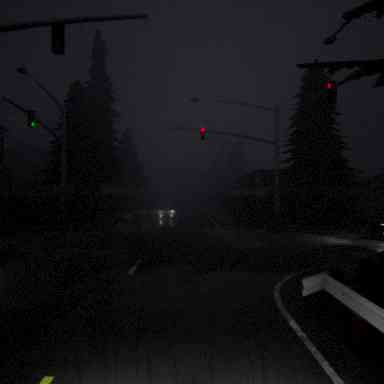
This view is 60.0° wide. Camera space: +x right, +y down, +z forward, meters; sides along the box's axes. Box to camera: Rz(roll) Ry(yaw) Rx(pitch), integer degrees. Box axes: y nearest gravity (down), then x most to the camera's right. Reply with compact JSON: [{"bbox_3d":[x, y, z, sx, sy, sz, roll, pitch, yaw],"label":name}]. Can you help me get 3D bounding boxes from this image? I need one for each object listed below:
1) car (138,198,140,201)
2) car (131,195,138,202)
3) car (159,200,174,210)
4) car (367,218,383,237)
[{"bbox_3d":[-16.174,1.904,89.985,3.806,1.475,1.970,0,0,-1],"label":"car"},{"bbox_3d":[-16.766,1.599,86.659,3.866,1.878,1.905,0,0,-1],"label":"car"},{"bbox_3d":[-3.565,1.811,47.243,1.812,1.442,4.674,0,0,0],"label":"car"},{"bbox_3d":[11.361,1.563,16.483,5.008,1.535,1.882,0,0,1],"label":"car"}]
